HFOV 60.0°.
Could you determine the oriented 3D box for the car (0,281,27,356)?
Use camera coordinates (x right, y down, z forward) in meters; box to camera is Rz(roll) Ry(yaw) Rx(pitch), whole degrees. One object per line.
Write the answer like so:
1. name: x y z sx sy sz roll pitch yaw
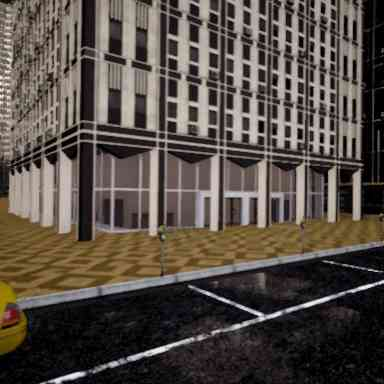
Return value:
1. car: -4.415 1.510 3.405 4.829 1.417 1.752 1 0 -35
